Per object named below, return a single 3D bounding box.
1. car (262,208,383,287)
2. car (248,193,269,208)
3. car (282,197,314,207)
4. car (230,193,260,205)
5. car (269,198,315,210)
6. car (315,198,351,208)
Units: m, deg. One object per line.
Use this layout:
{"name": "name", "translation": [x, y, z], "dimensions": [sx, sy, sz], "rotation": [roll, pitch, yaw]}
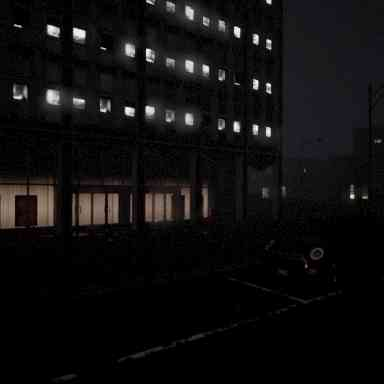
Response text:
{"name": "car", "translation": [3.850, 1.441, 9.312], "dimensions": [4.097, 1.590, 1.967], "rotation": [0, 0, -36]}
{"name": "car", "translation": [8.567, 1.168, 43.742], "dimensions": [2.192, 1.841, 5.009], "rotation": [1, 0, -35]}
{"name": "car", "translation": [15.457, 1.480, 48.509], "dimensions": [1.802, 1.307, 4.206], "rotation": [1, 0, -35]}
{"name": "car", "translation": [9.157, 1.168, 57.615], "dimensions": [2.192, 1.841, 5.009], "rotation": [1, 0, -35]}
{"name": "car", "translation": [11.716, 1.427, 39.188], "dimensions": [2.008, 1.369, 4.403], "rotation": [1, 0, -35]}
{"name": "car", "translation": [18.511, 1.447, 44.095], "dimensions": [1.752, 1.417, 4.829], "rotation": [1, 0, -35]}
